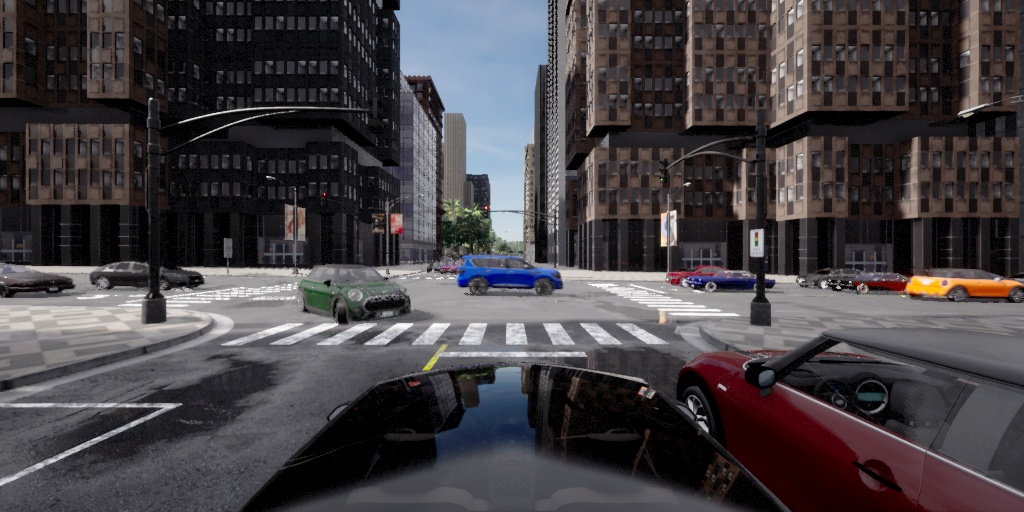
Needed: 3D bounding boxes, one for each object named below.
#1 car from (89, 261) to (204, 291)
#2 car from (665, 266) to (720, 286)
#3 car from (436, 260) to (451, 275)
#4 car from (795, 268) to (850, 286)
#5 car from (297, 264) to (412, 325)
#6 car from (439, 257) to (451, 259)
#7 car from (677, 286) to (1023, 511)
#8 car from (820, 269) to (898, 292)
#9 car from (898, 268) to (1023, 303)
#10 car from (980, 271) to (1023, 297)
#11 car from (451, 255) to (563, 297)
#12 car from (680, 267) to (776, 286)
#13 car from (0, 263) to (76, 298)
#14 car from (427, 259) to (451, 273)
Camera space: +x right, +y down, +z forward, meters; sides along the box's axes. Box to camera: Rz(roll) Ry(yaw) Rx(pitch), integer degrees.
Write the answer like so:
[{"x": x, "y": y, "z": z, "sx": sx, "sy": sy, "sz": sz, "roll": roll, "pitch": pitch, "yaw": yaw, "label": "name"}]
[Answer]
[{"x": -19.041, "y": 1.015, "z": 18.831, "sx": 4.892, "sy": 1.490, "sz": 1.837, "roll": 1, "pitch": 0, "yaw": -1, "label": "car"}, {"x": 13.644, "y": 1.443, "z": 25.704, "sx": 5.008, "sy": 1.535, "sz": 1.882, "roll": 1, "pitch": 0, "yaw": 0, "label": "car"}, {"x": -6.463, "y": 1.347, "z": 38.521, "sx": 1.895, "sy": 1.301, "sz": 4.718, "roll": 0, "pitch": 0, "yaw": 1, "label": "car"}, {"x": 23.135, "y": 1.608, "z": 25.752, "sx": 4.892, "sy": 1.490, "sz": 1.837, "roll": 1, "pitch": 0, "yaw": 0, "label": "car"}, {"x": -5.323, "y": 1.084, "z": 11.956, "sx": 4.553, "sy": 1.767, "sz": 2.097, "roll": 1, "pitch": 1, "yaw": 41, "label": "car"}, {"x": -9.166, "y": 1.085, "z": 49.120, "sx": 2.192, "sy": 1.841, "sz": 5.009, "roll": 0, "pitch": 0, "yaw": 0, "label": "car"}, {"x": 2.764, "y": 1.190, "z": 2.356, "sx": 1.967, "sy": 1.591, "sz": 4.097, "roll": 0, "pitch": 0, "yaw": 0, "label": "car"}, {"x": 22.692, "y": 1.701, "z": 22.502, "sx": 4.718, "sy": 1.301, "sz": 1.895, "roll": 1, "pitch": 0, "yaw": 0, "label": "car"}, {"x": 24.099, "y": 1.476, "z": 19.060, "sx": 4.553, "sy": 1.767, "sz": 2.097, "roll": 1, "pitch": 0, "yaw": 0, "label": "car"}, {"x": 33.100, "y": 1.757, "z": 22.554, "sx": 4.892, "sy": 1.490, "sz": 1.837, "roll": 1, "pitch": 0, "yaw": 0, "label": "car"}, {"x": -0.129, "y": 0.998, "z": 18.915, "sx": 5.566, "sy": 2.045, "sz": 2.150, "roll": 1, "pitch": 0, "yaw": 0, "label": "car"}, {"x": 13.526, "y": 1.569, "z": 22.447, "sx": 4.718, "sy": 1.301, "sz": 1.895, "roll": 1, "pitch": 0, "yaw": 0, "label": "car"}, {"x": -22.529, "y": 1.012, "z": 15.538, "sx": 5.357, "sy": 1.411, "sz": 2.033, "roll": 1, "pitch": 0, "yaw": 0, "label": "car"}, {"x": -9.131, "y": 1.324, "z": 43.694, "sx": 1.948, "sy": 1.339, "sz": 4.313, "roll": 0, "pitch": 0, "yaw": 0, "label": "car"}]
